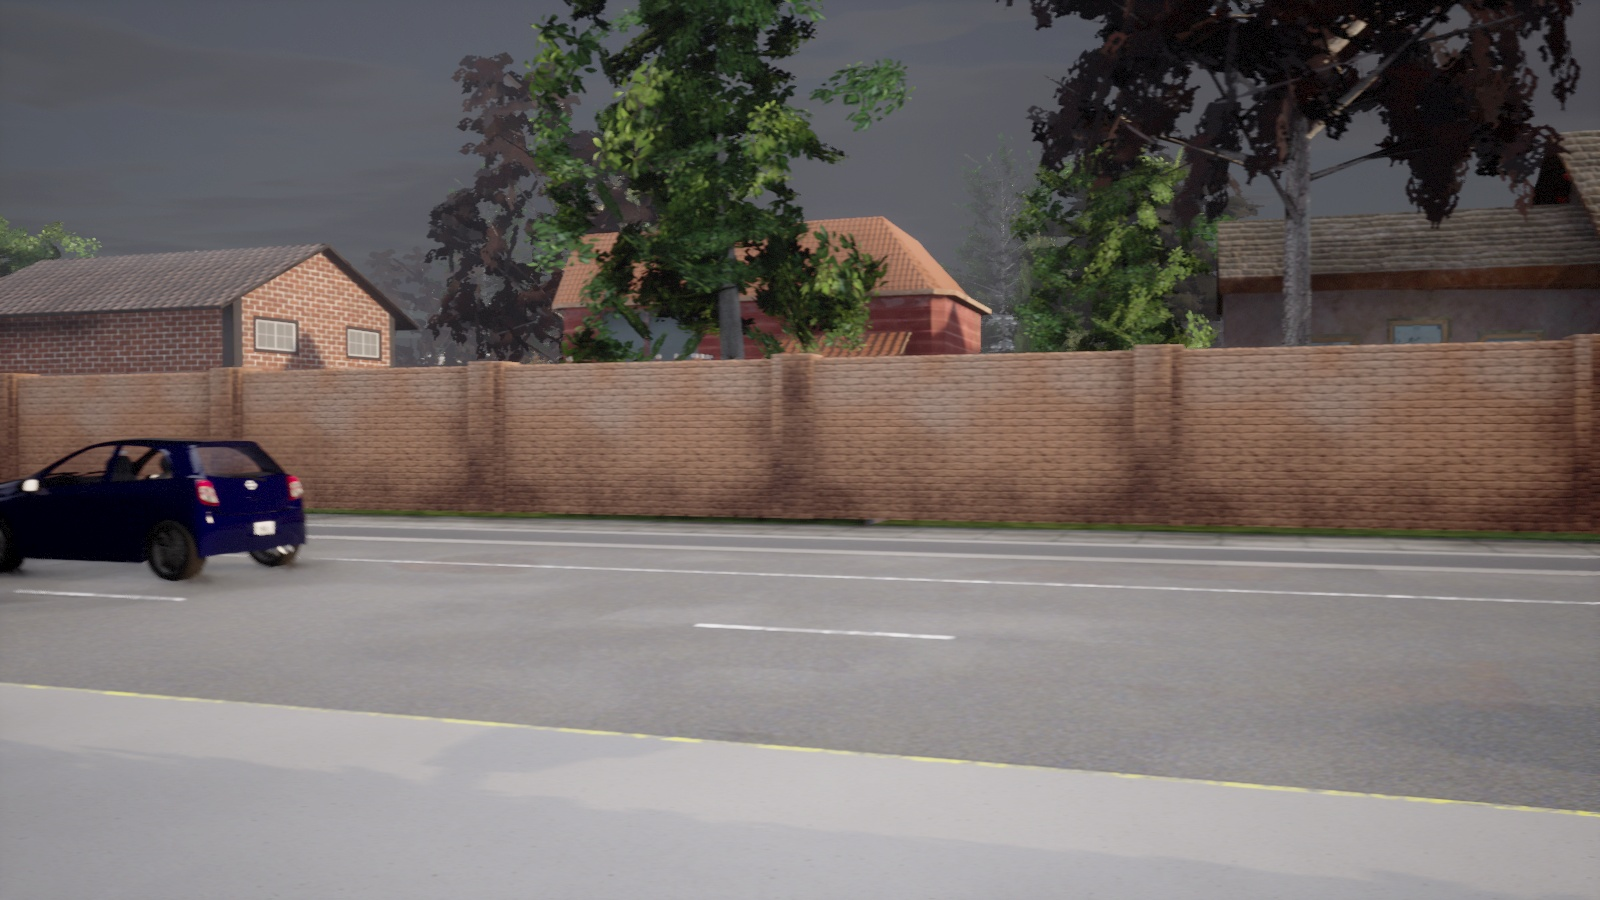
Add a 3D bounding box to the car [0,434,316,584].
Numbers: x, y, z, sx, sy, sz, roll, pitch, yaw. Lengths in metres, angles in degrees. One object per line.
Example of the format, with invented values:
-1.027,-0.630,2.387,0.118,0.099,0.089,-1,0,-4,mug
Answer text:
-7.596,0.585,14.189,3.633,1.501,1.845,1,1,19,car
